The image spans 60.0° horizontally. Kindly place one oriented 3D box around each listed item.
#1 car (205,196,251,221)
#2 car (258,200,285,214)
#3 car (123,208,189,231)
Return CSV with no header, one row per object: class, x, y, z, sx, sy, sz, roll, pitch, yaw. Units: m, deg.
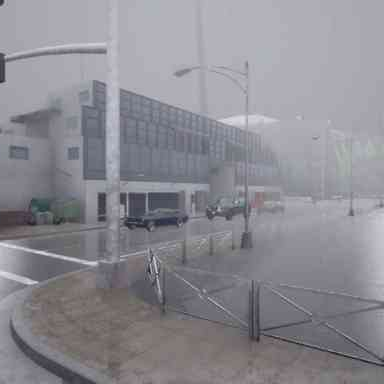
car,3.427,1.398,30.183,2.150,2.045,5.566,0,0,36
car,9.201,1.702,38.256,1.812,1.442,4.674,0,0,36
car,-2.303,1.777,22.153,1.895,1.301,4.718,0,0,35
